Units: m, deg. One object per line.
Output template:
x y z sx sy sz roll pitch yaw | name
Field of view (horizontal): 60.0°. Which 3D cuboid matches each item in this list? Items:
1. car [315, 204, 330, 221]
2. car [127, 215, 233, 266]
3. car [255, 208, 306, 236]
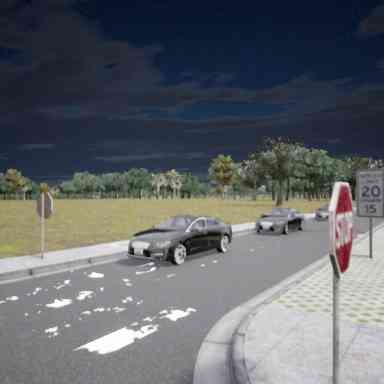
12.903 1.878 30.929 2.128 1.511 4.902 0 -1 35 | car
-0.251 1.621 12.366 2.128 1.511 4.902 0 -1 35 | car
5.552 1.738 20.558 2.128 1.511 4.902 0 -1 35 | car
